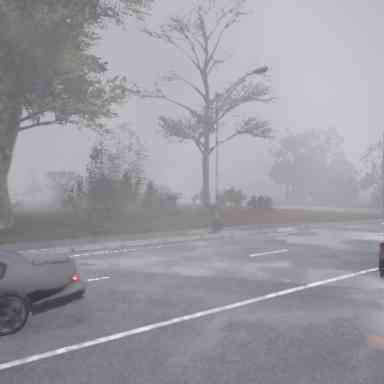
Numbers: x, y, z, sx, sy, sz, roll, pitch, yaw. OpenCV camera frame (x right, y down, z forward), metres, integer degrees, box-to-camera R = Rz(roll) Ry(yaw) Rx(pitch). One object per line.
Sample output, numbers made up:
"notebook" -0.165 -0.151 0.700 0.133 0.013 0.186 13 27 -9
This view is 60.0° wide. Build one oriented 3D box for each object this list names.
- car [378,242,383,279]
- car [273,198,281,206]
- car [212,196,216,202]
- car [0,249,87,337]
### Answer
"car" 6.641 1.471 8.289 5.008 1.535 1.882 0 0 -34
"car" 12.386 1.530 53.898 1.837 1.490 4.892 0 0 -25
"car" 5.805 1.603 68.836 2.128 1.511 4.902 0 0 -23
"car" -4.465 1.545 5.086 5.357 1.411 2.033 0 0 -35
